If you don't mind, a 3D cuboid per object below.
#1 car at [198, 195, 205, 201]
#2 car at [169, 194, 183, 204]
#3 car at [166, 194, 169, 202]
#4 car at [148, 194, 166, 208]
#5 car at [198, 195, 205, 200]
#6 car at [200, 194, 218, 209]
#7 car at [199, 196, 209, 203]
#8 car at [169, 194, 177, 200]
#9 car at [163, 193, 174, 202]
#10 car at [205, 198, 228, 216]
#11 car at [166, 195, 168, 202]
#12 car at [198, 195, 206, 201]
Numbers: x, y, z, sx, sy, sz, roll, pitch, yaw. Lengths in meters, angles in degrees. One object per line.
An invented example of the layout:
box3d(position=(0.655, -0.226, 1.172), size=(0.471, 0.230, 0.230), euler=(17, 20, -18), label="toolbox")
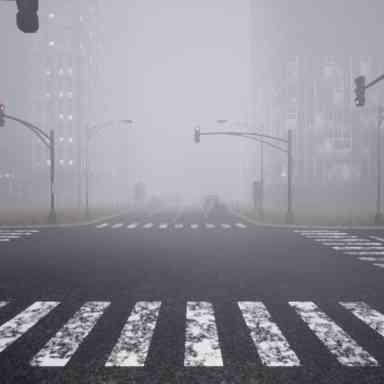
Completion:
box3d(position=(2.539, 1.474, 87.526), size=(1.752, 1.417, 4.829), euler=(-1, 0, 0), label="car")
box3d(position=(-2.761, 1.320, 64.375), size=(2.097, 1.767, 4.553), euler=(0, 0, 0), label="car")
box3d(position=(-5.339, 1.404, 70.756), size=(1.967, 1.590, 4.097), euler=(-1, 0, 0), label="car")
box3d(position=(-5.336, 1.419, 48.658), size=(1.967, 1.590, 4.097), euler=(-1, 0, 0), label="car")
box3d(position=(2.538, 1.489, 92.881), size=(1.887, 1.381, 4.507), euler=(-1, 0, 0), label="car")
box3d(position=(2.532, 1.297, 43.160), size=(2.192, 1.841, 5.009), euler=(-1, 0, 0), label="car")
box3d(position=(2.542, 1.508, 70.782), size=(1.887, 1.381, 4.507), euler=(-1, 0, 0), label="car")
box3d(position=(-5.343, 1.385, 92.854), size=(1.967, 1.590, 4.097), euler=(-1, 0, 0), label="car")
box3d(position=(-5.342, 1.274, 76.281), size=(2.192, 1.841, 5.009), euler=(-1, 0, 0), label="car")
box3d(position=(2.517, 1.570, 32.111), size=(1.802, 1.307, 4.206), euler=(-1, 0, 0), label="car")
box3d(position=(-5.335, 1.558, 54.183), size=(1.802, 1.307, 4.206), euler=(-1, 0, 0), label="car")
box3d(position=(2.541, 1.536, 81.832), size=(1.802, 1.307, 4.206), euler=(-1, 0, 0), label="car")
